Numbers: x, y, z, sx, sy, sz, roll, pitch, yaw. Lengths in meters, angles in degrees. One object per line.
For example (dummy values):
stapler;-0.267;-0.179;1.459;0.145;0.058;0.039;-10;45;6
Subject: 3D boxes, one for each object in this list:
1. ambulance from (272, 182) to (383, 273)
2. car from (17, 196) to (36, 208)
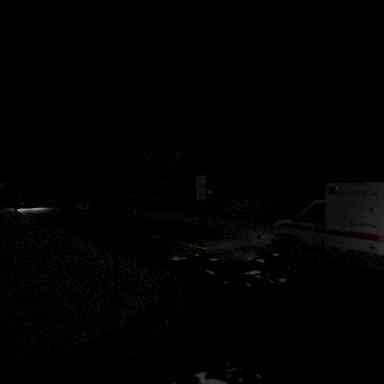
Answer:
ambulance;4.986;0.976;8.518;2.351;2.431;6.366;-1;1;-34
car;-22.033;1.326;44.166;1.837;1.490;4.892;-2;2;-34
